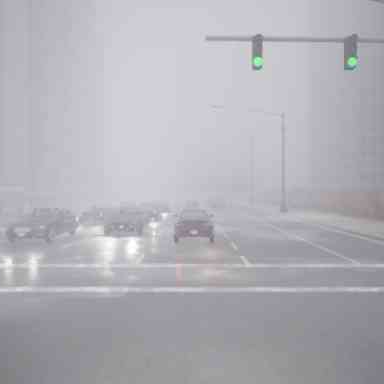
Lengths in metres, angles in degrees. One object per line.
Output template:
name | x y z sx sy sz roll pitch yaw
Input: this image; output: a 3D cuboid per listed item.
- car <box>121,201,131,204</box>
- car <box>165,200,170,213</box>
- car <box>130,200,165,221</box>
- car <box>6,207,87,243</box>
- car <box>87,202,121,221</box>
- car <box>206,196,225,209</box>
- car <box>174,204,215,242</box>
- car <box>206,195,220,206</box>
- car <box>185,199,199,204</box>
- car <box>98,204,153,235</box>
car | -7.009 1.632 35.852 1.895 1.301 4.718 0 0 0
car | -3.499 1.596 37.660 1.994 1.385 4.181 0 0 0
car | -3.575 1.549 27.651 1.812 1.442 4.674 0 0 0
car | -7.098 1.506 16.281 2.128 1.511 4.902 0 0 0
car | -7.084 1.623 25.552 1.895 1.301 4.718 0 0 0
car | 3.501 1.530 45.804 2.128 1.511 4.902 0 0 0
car | 0.087 1.540 16.452 1.812 1.442 4.674 0 0 0
car | 3.501 1.399 56.092 2.097 1.767 4.553 0 0 0
car | 0.002 1.640 46.365 1.895 1.301 4.718 0 0 0
car | -3.595 1.580 18.874 1.994 1.385 4.181 0 0 0
